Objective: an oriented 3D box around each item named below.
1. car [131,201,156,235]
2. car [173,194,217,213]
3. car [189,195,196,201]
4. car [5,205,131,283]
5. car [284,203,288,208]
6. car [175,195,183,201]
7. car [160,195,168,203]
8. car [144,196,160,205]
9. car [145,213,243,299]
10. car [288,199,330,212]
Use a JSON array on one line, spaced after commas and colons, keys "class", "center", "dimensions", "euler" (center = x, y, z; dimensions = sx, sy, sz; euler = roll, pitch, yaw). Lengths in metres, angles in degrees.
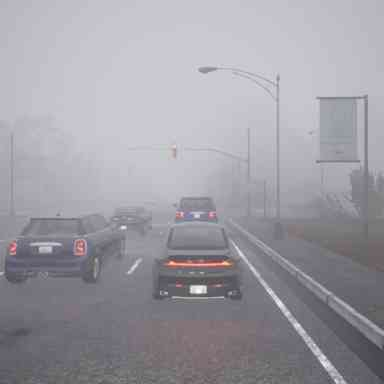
[{"class": "car", "center": [-3.360, 1.505, 18.774], "dimensions": [1.837, 1.490, 4.892], "euler": [0, 0, 0]}, {"class": "car", "center": [0.163, 1.221, 18.248], "dimensions": [2.150, 2.045, 5.566], "euler": [0, 0, -2]}, {"class": "car", "center": [0.187, 1.471, 85.950], "dimensions": [1.882, 1.535, 5.008], "euler": [0, 0, 0]}, {"class": "car", "center": [-3.379, 1.352, 9.815], "dimensions": [2.097, 1.767, 4.553], "euler": [0, 0, 0]}, {"class": "car", "center": [14.545, 1.547, 42.150], "dimensions": [5.357, 1.411, 2.033], "euler": [0, 0, 3]}, {"class": "car", "center": [-3.312, 1.471, 85.958], "dimensions": [1.882, 1.535, 5.008], "euler": [0, 0, 0]}, {"class": "car", "center": [-6.848, 1.540, 69.965], "dimensions": [2.033, 1.411, 5.357], "euler": [0, 0, 0]}, {"class": "car", "center": [-6.964, 1.526, 55.739], "dimensions": [1.812, 1.442, 4.674], "euler": [0, 0, 0]}, {"class": "car", "center": [0.118, 1.505, 8.400], "dimensions": [1.837, 1.490, 4.892], "euler": [0, 0, 0]}, {"class": "car", "center": [14.133, 1.503, 38.667], "dimensions": [4.892, 1.490, 1.837], "euler": [0, 0, 3]}]
